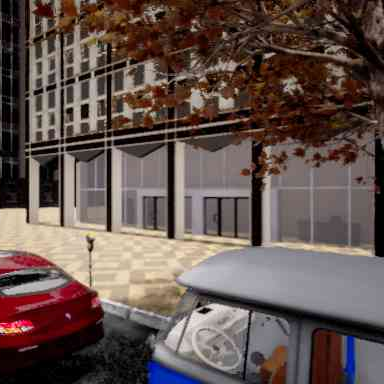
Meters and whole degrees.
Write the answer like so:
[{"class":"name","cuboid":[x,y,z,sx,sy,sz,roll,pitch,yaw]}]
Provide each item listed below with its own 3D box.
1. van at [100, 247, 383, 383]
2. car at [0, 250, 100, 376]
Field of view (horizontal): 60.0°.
[{"class":"van","cuboid":[1.502,1.342,1.808,3.998,1.788,1.690,0,0,35]},{"class":"car","cuboid":[-3.113,1.565,5.094,4.206,1.307,1.802,0,0,35]}]
